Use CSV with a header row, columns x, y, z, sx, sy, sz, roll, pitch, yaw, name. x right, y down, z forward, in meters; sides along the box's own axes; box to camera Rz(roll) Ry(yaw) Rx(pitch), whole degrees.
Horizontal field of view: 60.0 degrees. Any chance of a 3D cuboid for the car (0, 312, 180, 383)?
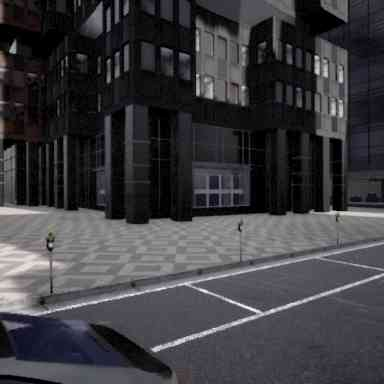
x,y,z,sx,sy,sz,roll,pitch,yaw,name
-2.020,1.565,1.813,4.181,1.385,1.994,0,0,-37,car
